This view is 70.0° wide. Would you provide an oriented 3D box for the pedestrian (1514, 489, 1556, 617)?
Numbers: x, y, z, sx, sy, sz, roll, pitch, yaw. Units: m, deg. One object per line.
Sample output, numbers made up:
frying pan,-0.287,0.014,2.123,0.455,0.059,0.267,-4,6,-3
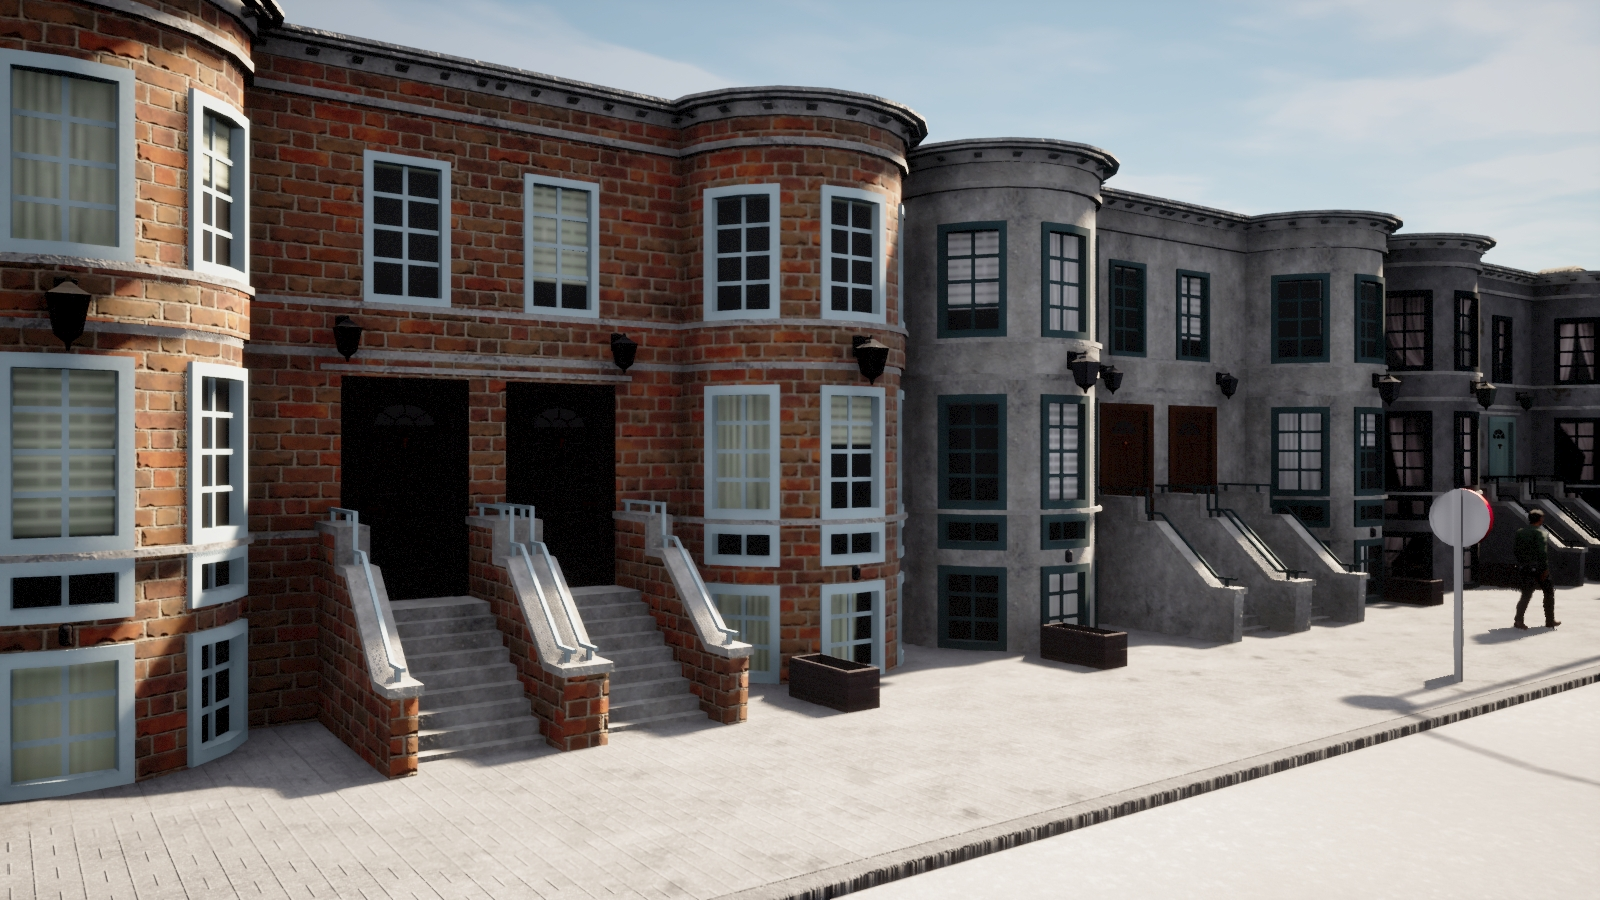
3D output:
pedestrian,10.932,1.524,17.004,0.375,1.860,0.375,0,0,-20
